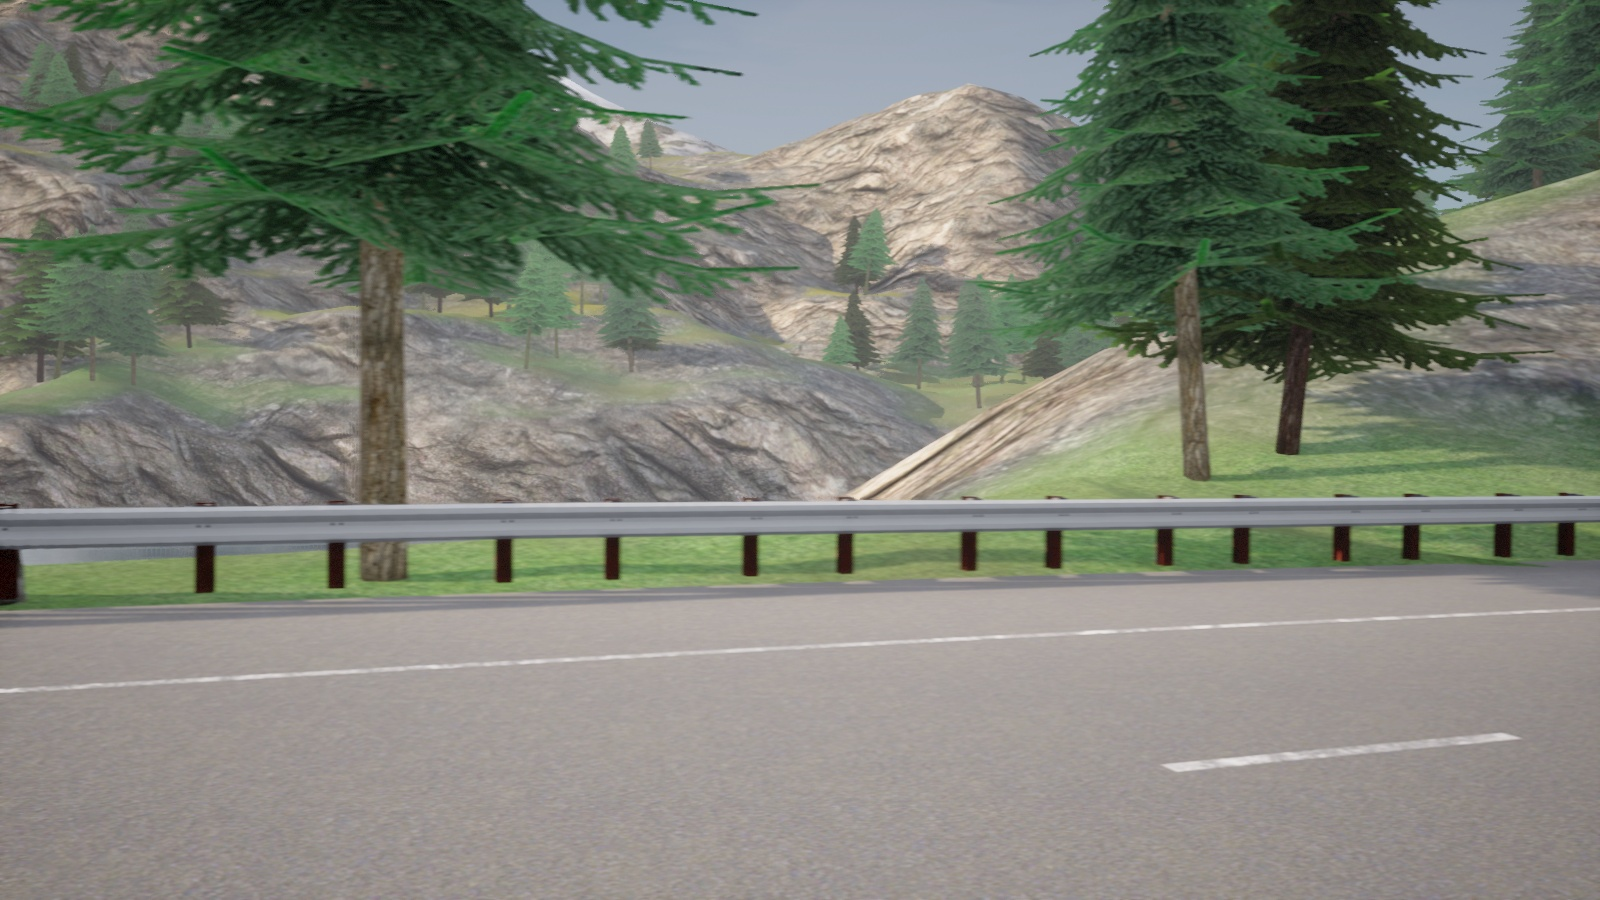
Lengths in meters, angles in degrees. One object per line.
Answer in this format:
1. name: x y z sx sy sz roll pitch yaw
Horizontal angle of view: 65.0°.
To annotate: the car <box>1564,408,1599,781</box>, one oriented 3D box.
1. car: 6.152 0.581 5.452 5.366 1.575 1.801 -1 1 -18
